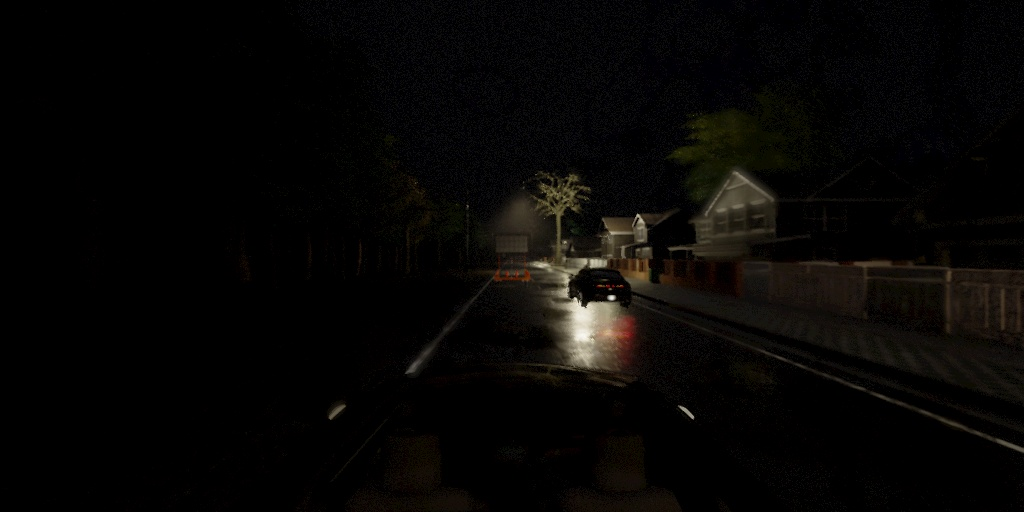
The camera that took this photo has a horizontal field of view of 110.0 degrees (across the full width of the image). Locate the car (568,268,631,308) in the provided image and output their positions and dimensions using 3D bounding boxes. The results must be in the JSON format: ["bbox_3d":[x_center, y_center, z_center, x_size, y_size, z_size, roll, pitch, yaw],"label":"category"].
[{"bbox_3d":[3.595,1.259,15.357,1.837,1.490,4.892,0,0,0],"label":"car"}]

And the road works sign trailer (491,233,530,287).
[{"bbox_3d":[-0.006,0.224,24.646,2.380,3.560,2.880,0,0,0],"label":"road works sign trailer"}]
